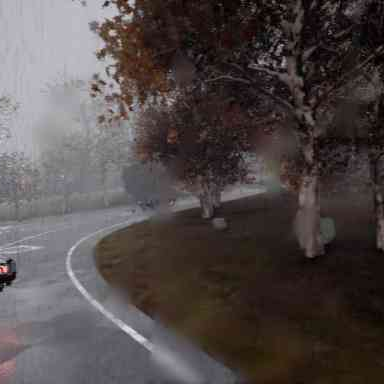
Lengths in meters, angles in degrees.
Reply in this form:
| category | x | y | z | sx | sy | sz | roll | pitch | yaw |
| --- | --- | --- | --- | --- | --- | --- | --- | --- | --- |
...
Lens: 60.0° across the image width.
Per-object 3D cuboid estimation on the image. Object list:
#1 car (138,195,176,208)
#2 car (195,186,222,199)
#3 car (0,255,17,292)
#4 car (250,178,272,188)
| category | x | y | z | sx | sy | sz | roll | pitch | yaw |
| --- | --- | --- | --- | --- | --- | --- | --- | --- | --- |
| car | -3.966 | 1.060 | 38.481 | 1.895 | 1.301 | 4.718 | -2 | 3 | 37 |
| car | 2.436 | -0.026 | 46.428 | 2.128 | 1.511 | 4.902 | -2 | 5 | 41 |
| car | -6.254 | 1.815 | 8.283 | 4.718 | 1.301 | 1.895 | -2 | 0 | 41 |
| car | 11.551 | -1.487 | 56.077 | 4.902 | 1.511 | 2.128 | -9 | 5 | -44 |
